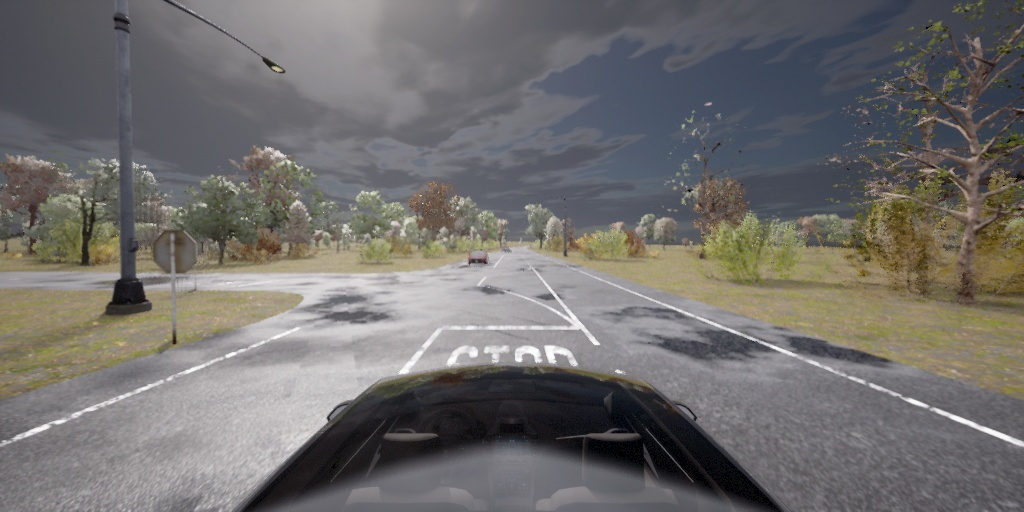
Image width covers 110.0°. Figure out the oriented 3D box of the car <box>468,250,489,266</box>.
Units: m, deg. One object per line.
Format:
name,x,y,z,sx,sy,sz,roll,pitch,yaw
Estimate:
car,-3.414,0.151,36.974,1.882,1.535,5.008,0,2,0
